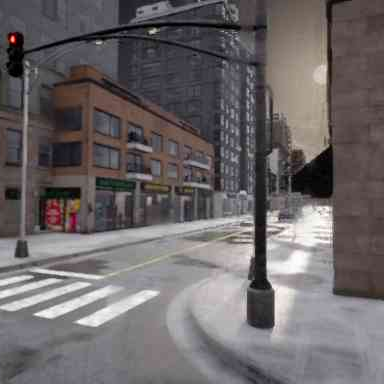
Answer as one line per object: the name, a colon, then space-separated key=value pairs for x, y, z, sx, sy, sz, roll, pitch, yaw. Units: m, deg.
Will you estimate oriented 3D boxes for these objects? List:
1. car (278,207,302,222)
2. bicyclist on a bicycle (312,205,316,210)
car: x=12.159 y=2.720 z=41.840 sx=2.097 sy=1.767 sz=4.553 roll=0 pitch=-2 yaw=23
bicyclist on a bicycle: x=32.084 y=4.236 z=88.000 sx=0.659 sy=1.776 sz=1.843 roll=0 pitch=-2 yaw=23
